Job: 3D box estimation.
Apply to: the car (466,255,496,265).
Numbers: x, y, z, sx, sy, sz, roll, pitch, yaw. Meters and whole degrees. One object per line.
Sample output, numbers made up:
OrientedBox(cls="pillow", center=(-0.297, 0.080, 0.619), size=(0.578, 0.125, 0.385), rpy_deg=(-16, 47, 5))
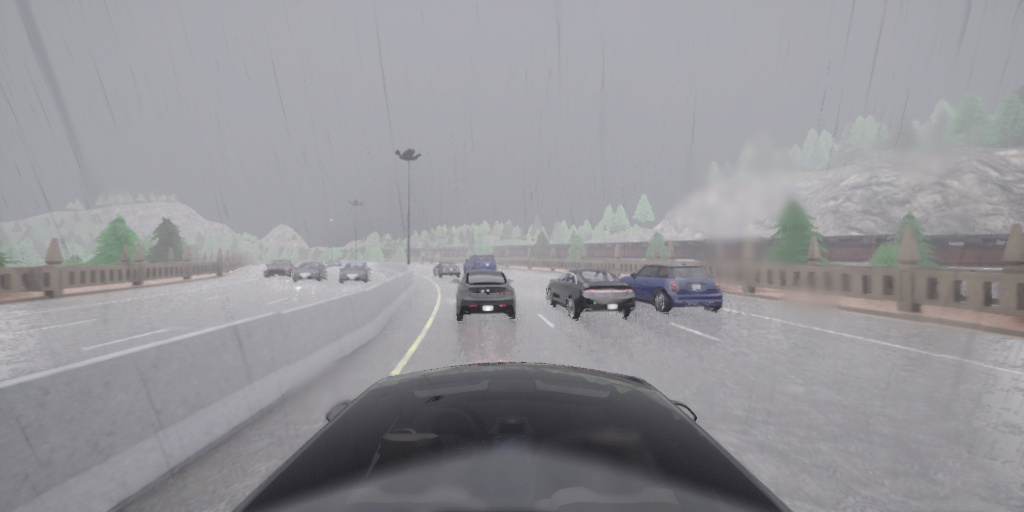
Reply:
OrientedBox(cls="car", center=(-3.181, 0.891, 35.192), size=(2.150, 2.045, 5.566), rpy_deg=(0, 0, -20))

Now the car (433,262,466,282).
OrientedBox(cls="car", center=(-6.049, 1.236, 32.968), size=(2.033, 1.411, 5.357), rpy_deg=(0, 0, -20))

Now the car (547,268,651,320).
OrientedBox(cls="car", center=(2.530, 1.211, 12.530), size=(2.128, 1.511, 4.902), rpy_deg=(0, 0, -7))

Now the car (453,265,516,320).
OrientedBox(cls="car", center=(-0.996, 1.231, 12.582), size=(1.837, 1.490, 4.892), rpy_deg=(0, 0, -7))

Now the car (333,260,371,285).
OrientedBox(cls="car", center=(-11.483, 1.218, 26.451), size=(2.128, 1.511, 4.902), rpy_deg=(0, 0, -18))

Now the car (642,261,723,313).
OrientedBox(cls="car", center=(5.847, 1.060, 13.930), size=(2.097, 1.767, 4.553), rpy_deg=(0, 0, -7))

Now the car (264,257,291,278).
OrientedBox(cls="car", center=(-21.725, 1.114, 33.698), size=(2.097, 1.767, 4.553), rpy_deg=(0, 0, -25))

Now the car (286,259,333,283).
OrientedBox(cls="car", center=(-15.679, 1.232, 28.035), size=(2.128, 1.511, 4.902), rpy_deg=(0, 0, -20))
